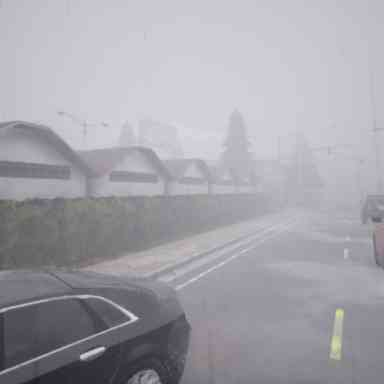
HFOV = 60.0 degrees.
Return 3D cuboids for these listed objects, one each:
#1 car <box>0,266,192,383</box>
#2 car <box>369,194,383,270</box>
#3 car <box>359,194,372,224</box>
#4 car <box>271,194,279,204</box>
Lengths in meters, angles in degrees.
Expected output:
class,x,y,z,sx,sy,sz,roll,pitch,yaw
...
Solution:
class,x,y,z,sx,sy,sz,roll,pitch,yaw
car,-2.076,1.531,2.629,1.837,1.490,4.892,2,1,42
car,5.737,1.183,7.985,2.150,2.045,5.566,-1,0,25
car,13.175,1.122,23.485,2.150,2.045,5.566,-1,0,26
car,14.496,1.228,59.781,1.905,1.878,3.866,-1,0,25
